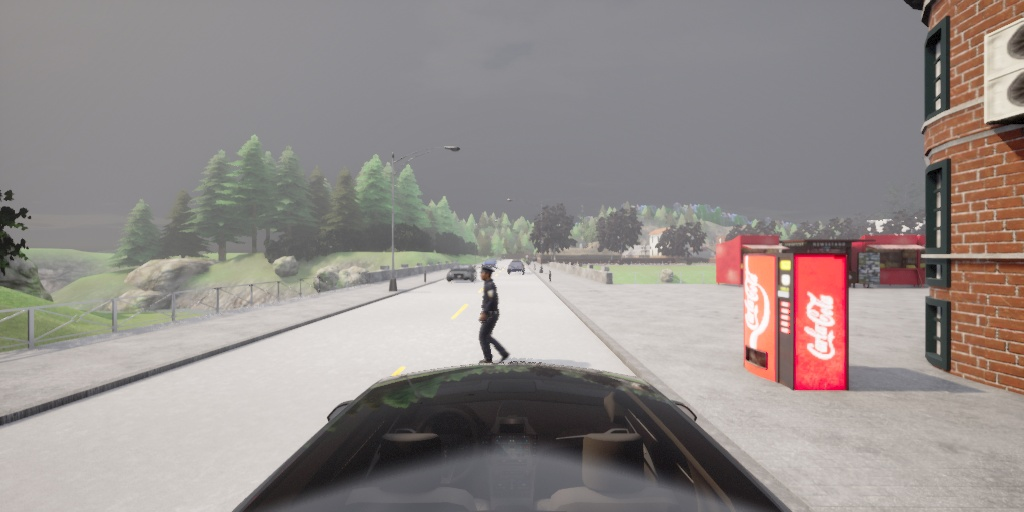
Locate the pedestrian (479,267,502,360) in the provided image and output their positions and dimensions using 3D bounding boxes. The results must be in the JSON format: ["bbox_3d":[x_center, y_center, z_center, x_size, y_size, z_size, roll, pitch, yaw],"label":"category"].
[{"bbox_3d":[-0.418,1.043,6.575,0.375,1.860,0.375,0,0,1],"label":"pedestrian"}]

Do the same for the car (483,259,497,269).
[{"bbox_3d":[-3.416,1.222,56.888,1.882,1.535,5.008,0,0,1],"label":"car"}]

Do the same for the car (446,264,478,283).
[{"bbox_3d":[-3.800,1.311,27.887,1.994,1.385,4.181,0,0,1],"label":"car"}]

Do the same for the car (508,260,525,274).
[{"bbox_3d":[0.547,1.293,41.594,2.033,1.411,5.357,0,0,3],"label":"car"}]

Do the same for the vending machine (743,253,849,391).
[{"bbox_3d":[4.343,0.945,5.582,1.100,2.100,0.880,0,0,1],"label":"vending machine"}]
